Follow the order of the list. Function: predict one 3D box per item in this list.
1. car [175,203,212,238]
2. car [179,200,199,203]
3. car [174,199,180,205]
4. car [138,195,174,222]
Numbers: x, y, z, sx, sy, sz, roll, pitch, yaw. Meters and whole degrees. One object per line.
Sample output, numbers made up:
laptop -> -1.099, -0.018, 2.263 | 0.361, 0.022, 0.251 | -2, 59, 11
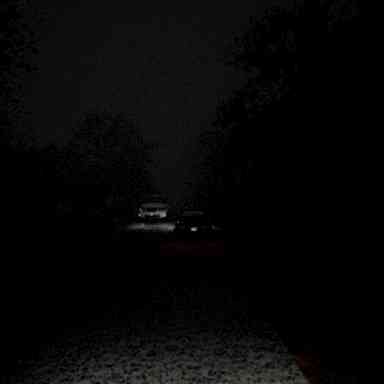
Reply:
car -> 0.077, 1.528, 17.643 | 1.812, 1.442, 4.674 | 0, 0, 0
car -> 0.010, 1.618, 35.622 | 2.033, 1.411, 5.357 | 0, 0, 0
car -> -3.081, 2.119, 67.564 | 2.128, 1.511, 4.902 | 0, -1, 0
car -> -2.913, 1.240, 26.743 | 2.150, 2.045, 5.566 | 0, 0, 0
